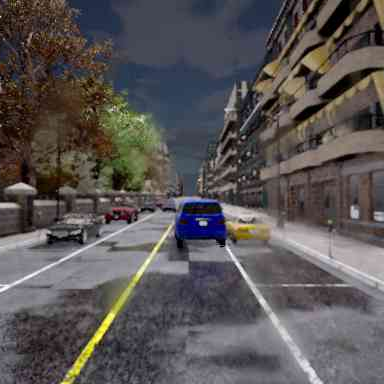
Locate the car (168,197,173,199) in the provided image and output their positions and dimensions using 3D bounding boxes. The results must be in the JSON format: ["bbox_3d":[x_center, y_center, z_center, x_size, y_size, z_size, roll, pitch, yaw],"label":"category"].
[{"bbox_3d":[-5.695,2.261,71.760,1.887,1.381,4.507,1,-1,0],"label":"car"}]

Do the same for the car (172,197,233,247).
[{"bbox_3d":[0.278,1.383,16.027,2.150,2.045,5.566,0,-1,-4],"label":"car"}]

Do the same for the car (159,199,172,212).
[{"bbox_3d":[-3.071,2.002,45.489,2.033,1.411,5.357,0,-1,0],"label":"car"}]

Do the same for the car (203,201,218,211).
[{"bbox_3d":[2.690,2.062,49.669,1.947,1.339,4.313,1,-1,0],"label":"car"}]

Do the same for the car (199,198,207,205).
[{"bbox_3d":[2.682,2.355,82.978,1.752,1.417,4.829,1,-1,0],"label":"car"}]

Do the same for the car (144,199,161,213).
[{"bbox_3d":[-5.689,2.007,44.143,1.947,1.339,4.313,1,-1,0],"label":"car"}]

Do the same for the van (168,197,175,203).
[{"bbox_3d":[-5.706,2.279,93.854,1.690,1.788,3.998,1,-1,0],"label":"van"}]

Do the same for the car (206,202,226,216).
[{"bbox_3d":[2.692,1.952,38.621,1.947,1.339,4.313,1,-1,0],"label":"car"}]

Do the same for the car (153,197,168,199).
[{"bbox_3d":[-5.687,1.866,55.193,2.192,1.841,5.009,1,-1,0],"label":"car"}]

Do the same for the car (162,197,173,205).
[{"bbox_3d":[-5.693,2.087,77.285,2.192,1.841,5.009,1,-1,0],"label":"car"}]

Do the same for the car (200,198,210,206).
[{"bbox_3d":[2.687,2.157,71.763,1.967,1.590,4.097,1,-1,0],"label":"car"}]

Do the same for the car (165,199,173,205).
[{"bbox_3d":[-5.698,2.372,82.806,1.887,1.381,4.507,1,-1,0],"label":"car"}]

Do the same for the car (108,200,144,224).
[{"bbox_3d":[-5.680,1.591,27.577,2.192,1.841,5.009,1,-1,0],"label":"car"}]

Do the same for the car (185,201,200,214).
[{"bbox_3d":[0.088,1.958,43.325,1.812,1.442,4.674,0,0,0],"label":"car"}]

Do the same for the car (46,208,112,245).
[{"bbox_3d":[-5.682,1.717,16.528,2.008,1.369,4.403,1,-1,0],"label":"car"}]

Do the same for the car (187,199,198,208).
[{"bbox_3d":[0.085,2.089,61.212,1.882,1.535,5.008,0,0,0],"label":"car"}]

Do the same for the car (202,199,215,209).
[{"bbox_3d":[2.691,1.992,55.193,1.967,1.590,4.097,1,-1,0],"label":"car"}]

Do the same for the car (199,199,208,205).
[{"bbox_3d":[2.683,2.354,77.284,1.802,1.307,4.206,1,-1,0],"label":"car"}]

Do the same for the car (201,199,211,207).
[{"bbox_3d":[2.686,2.189,66.408,1.752,1.417,4.829,1,-1,0],"label":"car"}]

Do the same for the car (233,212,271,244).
[{"bbox_3d":[2.699,1.693,16.699,1.752,1.417,4.829,1,-1,0],"label":"car"}]
